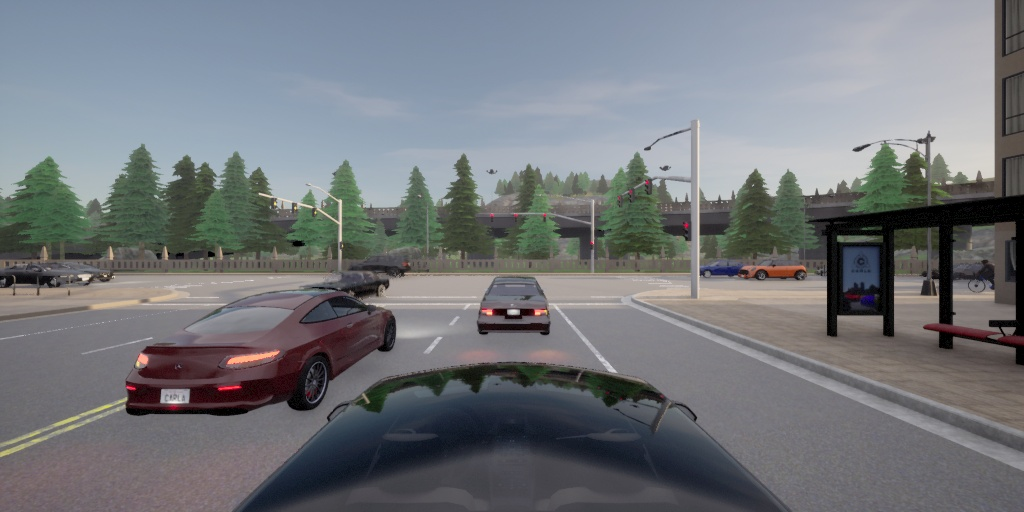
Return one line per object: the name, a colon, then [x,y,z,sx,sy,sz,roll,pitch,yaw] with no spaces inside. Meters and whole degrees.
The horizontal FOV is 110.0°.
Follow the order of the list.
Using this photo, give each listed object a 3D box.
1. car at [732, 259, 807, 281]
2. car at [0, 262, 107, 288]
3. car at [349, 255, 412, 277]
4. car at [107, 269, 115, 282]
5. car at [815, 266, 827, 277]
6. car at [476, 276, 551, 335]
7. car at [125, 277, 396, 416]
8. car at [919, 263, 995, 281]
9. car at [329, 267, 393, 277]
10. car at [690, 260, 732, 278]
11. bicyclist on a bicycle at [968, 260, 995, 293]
car: [20.946,1.046,28.995,4.553,1.767,2.097,0,0,2]
car: [-29.181,1.186,22.406,4.902,1.511,2.128,0,0,-2]
car: [-12.104,0.916,32.965,5.566,2.045,2.150,0,0,1]
car: [-31.832,1.199,25.959,4.892,1.490,1.837,0,0,1]
car: [30.069,1.184,32.040,4.902,1.511,2.128,0,0,5]
car: [0.086,1.297,10.483,2.033,1.411,5.357,0,0,1]
car: [-3.448,1.276,5.987,1.812,1.442,4.674,0,0,0]
car: [35.611,1.240,27.874,5.357,1.411,2.033,0,0,13]
car: [-7.156,1.348,15.704,1.895,1.301,4.718,0,0,3]
car: [18.899,1.172,32.549,5.008,1.535,1.882,0,0,1]
bicyclist on a bicycle: [22.752,0.995,17.082,0.582,1.620,1.656,0,0,1]
